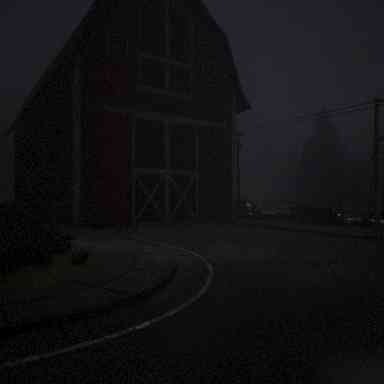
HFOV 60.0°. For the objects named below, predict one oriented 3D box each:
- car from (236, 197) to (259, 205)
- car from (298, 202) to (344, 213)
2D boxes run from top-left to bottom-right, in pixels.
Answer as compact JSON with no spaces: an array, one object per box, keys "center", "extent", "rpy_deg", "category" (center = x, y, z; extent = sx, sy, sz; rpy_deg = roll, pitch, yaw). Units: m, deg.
[{"center":[5.764,1.379,38.355],"extent":[2.097,1.767,4.553],"rpy_deg":[0,0,-34],"category":"car"},{"center":[11.328,1.628,30.246],"extent":[1.895,1.301,4.718],"rpy_deg":[0,0,-34],"category":"car"}]
